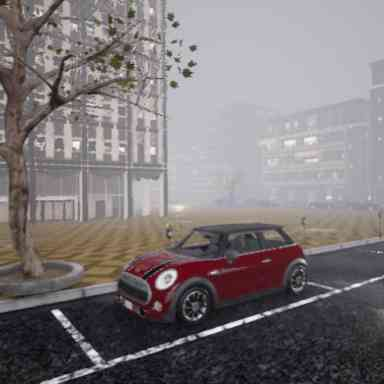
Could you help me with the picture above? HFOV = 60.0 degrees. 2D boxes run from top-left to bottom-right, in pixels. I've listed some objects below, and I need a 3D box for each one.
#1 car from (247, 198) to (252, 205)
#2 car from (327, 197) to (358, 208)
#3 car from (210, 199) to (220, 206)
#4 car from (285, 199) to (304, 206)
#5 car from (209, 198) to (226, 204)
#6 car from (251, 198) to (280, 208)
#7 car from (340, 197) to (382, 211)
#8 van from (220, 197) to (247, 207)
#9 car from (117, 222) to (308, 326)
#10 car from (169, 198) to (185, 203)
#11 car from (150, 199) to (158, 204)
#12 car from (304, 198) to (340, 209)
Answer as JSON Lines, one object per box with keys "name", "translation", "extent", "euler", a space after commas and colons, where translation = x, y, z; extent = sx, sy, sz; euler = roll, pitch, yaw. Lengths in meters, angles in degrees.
{"name": "car", "translation": [12.578, 1.930, 70.400], "extent": [1.967, 1.590, 4.097], "euler": [-2, 0, -36]}
{"name": "car", "translation": [24.448, 1.634, 54.252], "extent": [1.967, 1.590, 4.097], "euler": [-2, 0, -36]}
{"name": "car", "translation": [6.506, 2.183, 69.108], "extent": [1.837, 1.490, 4.892], "euler": [-1, -1, -36]}
{"name": "car", "translation": [19.183, 1.907, 61.429], "extent": [1.802, 1.307, 4.206], "euler": [-2, 0, -36]}
{"name": "car", "translation": [6.038, 2.236, 79.413], "extent": [1.802, 1.307, 4.206], "euler": [-2, 0, -36]}
{"name": "car", "translation": [12.685, 1.956, 55.837], "extent": [1.887, 1.381, 4.507], "euler": [-2, 0, -36]}
{"name": "car", "translation": [22.044, 1.728, 42.861], "extent": [2.008, 1.369, 4.403], "euler": [-2, 0, -36]}
{"name": "van", "translation": [7.757, 1.876, 62.717], "extent": [1.690, 1.788, 3.998], "euler": [-2, 0, -36]}
{"name": "car", "translation": [0.521, 1.423, 6.945], "extent": [4.097, 1.590, 1.967], "euler": [0, 0, -36]}
{"name": "car", "translation": [-3.778, 2.341, 92.935], "extent": [1.967, 1.590, 4.097], "euler": [-2, 0, -36]}
{"name": "car", "translation": [-10.557, 2.546, 88.015], "extent": [2.008, 1.369, 4.403], "euler": [-2, 0, -36]}
{"name": "car", "translation": [18.773, 1.809, 47.369], "extent": [2.008, 1.369, 4.403], "euler": [-2, 0, -36]}
